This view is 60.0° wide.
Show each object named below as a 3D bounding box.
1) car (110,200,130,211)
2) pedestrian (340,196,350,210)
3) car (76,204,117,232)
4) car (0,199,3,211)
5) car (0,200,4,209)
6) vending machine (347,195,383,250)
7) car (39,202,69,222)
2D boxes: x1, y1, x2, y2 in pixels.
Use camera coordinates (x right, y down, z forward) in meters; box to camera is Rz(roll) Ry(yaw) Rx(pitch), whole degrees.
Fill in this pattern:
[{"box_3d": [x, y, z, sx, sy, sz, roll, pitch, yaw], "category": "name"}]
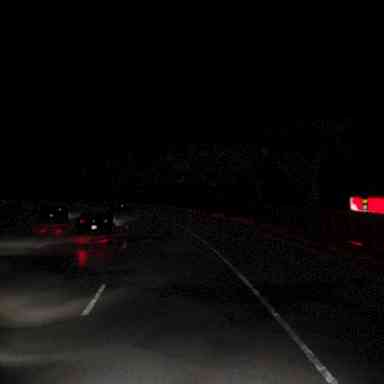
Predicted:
[{"box_3d": [-9.180, 1.652, 41.771, 1.994, 1.385, 4.181, 0, 0, -24], "category": "car"}, {"box_3d": [6.733, 1.119, 14.666, 0.375, 1.860, 0.375, -1, 1, -8], "category": "pedestrian"}, {"box_3d": [-5.793, 1.635, 20.328, 1.895, 1.301, 4.718, 0, 0, -11], "category": "car"}, {"box_3d": [-25.791, 1.692, 43.536, 1.882, 1.535, 5.008, 0, 0, -29], "category": "car"}, {"box_3d": [-7.527, 1.250, 9.011, 2.150, 2.045, 5.566, 0, 0, -5], "category": "car"}, {"box_3d": [7.000, 1.172, 13.299, 1.100, 2.100, 0.880, 0, 0, -7], "category": "vending machine"}, {"box_3d": [-11.192, 1.565, 27.181, 2.128, 1.511, 4.902, 0, 0, -16], "category": "car"}]
